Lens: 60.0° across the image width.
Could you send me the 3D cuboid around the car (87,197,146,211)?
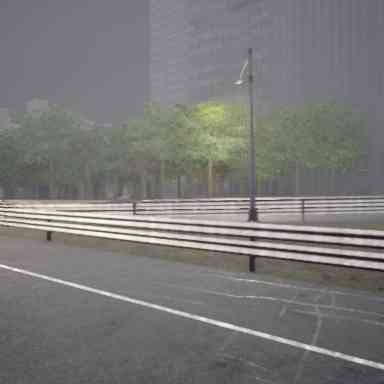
[{"bbox_3d":[-5.844,1.208,26.152,4.892,1.490,1.837,-1,0,8],"label":"car"}]
